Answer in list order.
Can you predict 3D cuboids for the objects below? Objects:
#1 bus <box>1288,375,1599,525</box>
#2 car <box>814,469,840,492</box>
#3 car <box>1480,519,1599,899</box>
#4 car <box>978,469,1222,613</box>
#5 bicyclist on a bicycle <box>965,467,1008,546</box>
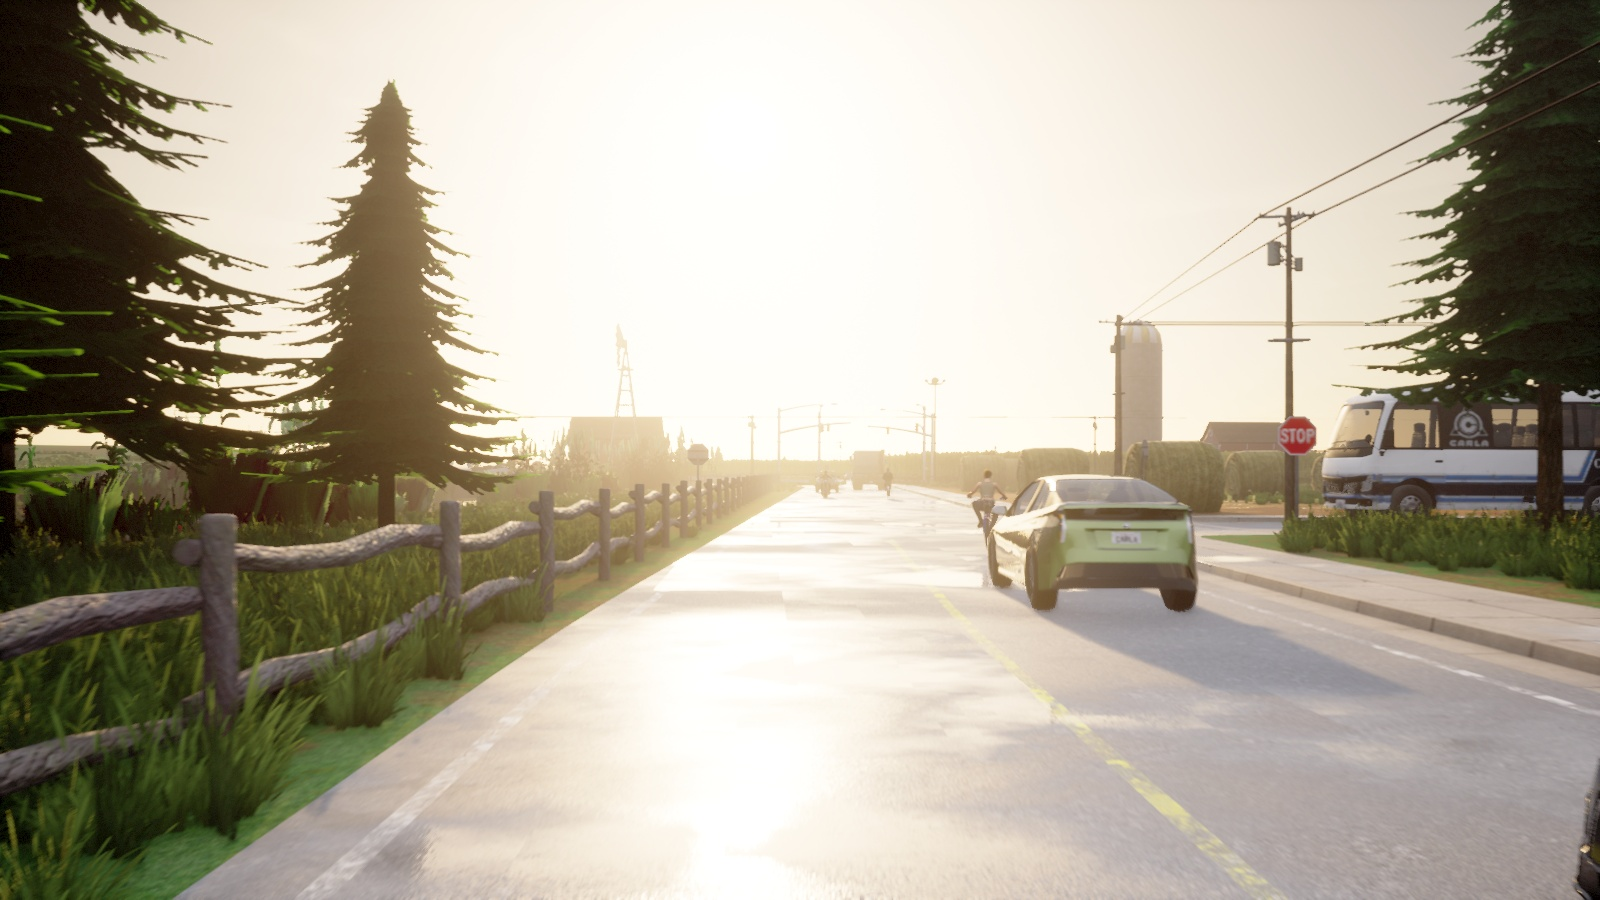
[{"bbox_3d":[20.653,0.017,37.905,10.273,4.253,3.944,0,-1,-1],"label":"bus"},{"bbox_3d":[2.005,2.240,92.180,1.851,1.617,3.988,0,-1,1],"label":"car"},{"bbox_3d":[3.493,0.906,2.492,1.994,1.385,4.181,0,-1,0],"label":"car"},{"bbox_3d":[3.511,1.001,15.629,2.007,1.525,4.514,0,-1,1],"label":"car"},{"bbox_3d":[3.914,1.169,26.377,0.866,1.612,1.509,0,-1,8],"label":"bicyclist on a bicycle"}]
